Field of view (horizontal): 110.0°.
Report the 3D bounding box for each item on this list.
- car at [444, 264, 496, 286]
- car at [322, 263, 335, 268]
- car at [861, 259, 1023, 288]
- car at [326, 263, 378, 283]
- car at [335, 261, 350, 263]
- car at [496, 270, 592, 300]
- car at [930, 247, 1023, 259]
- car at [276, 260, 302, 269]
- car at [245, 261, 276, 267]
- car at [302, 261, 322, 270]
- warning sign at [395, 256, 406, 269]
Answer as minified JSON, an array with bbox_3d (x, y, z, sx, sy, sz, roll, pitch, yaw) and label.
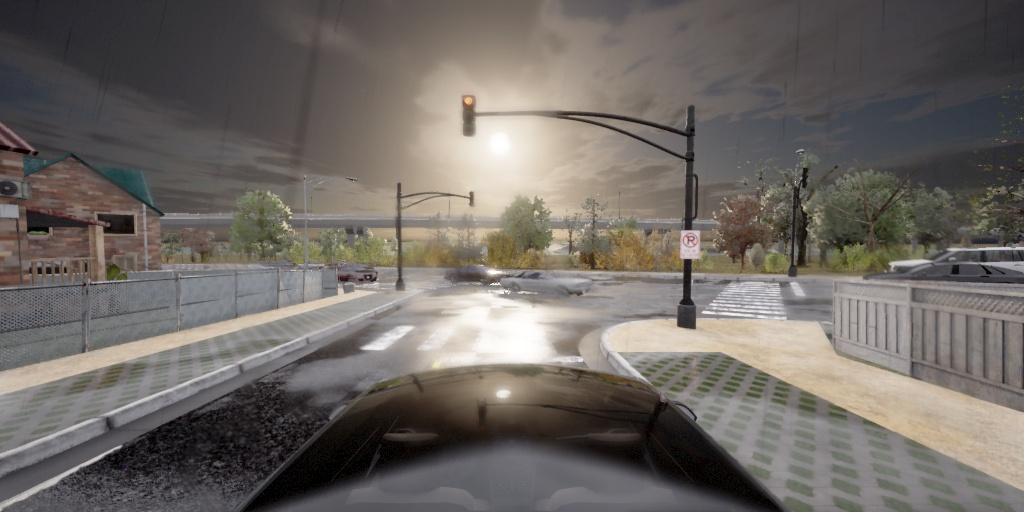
[{"bbox_3d":[-2.565,1.333,26.018,5.357,1.411,2.033,0,2,36],"label":"car"},{"bbox_3d":[-20.579,1.358,43.323,4.674,1.442,1.812,0,2,36],"label":"car"},{"bbox_3d":[18.203,1.017,15.226,4.892,1.490,1.837,-1,2,36],"label":"car"},{"bbox_3d":[-13.019,1.531,29.578,4.181,1.385,1.994,0,2,36],"label":"car"},{"bbox_3d":[-15.022,1.452,35.043,4.181,1.385,1.994,0,2,36],"label":"car"},{"bbox_3d":[1.748,1.413,18.933,4.718,1.301,1.895,1,1,36],"label":"car"},{"bbox_3d":[21.506,0.611,16.833,5.566,2.045,2.150,0,2,36],"label":"car"},{"bbox_3d":[-28.629,1.566,44.918,4.181,1.385,1.994,-1,2,36],"label":"car"},{"bbox_3d":[-29.804,1.633,41.753,4.674,1.442,1.812,-1,2,36],"label":"car"},{"bbox_3d":[-30.623,1.429,54.489,4.718,1.301,1.895,-1,2,36],"label":"car"},{"bbox_3d":[-14.327,0.719,46.220,1.060,1.860,1.300,0,0,36],"label":"warning sign"}]
